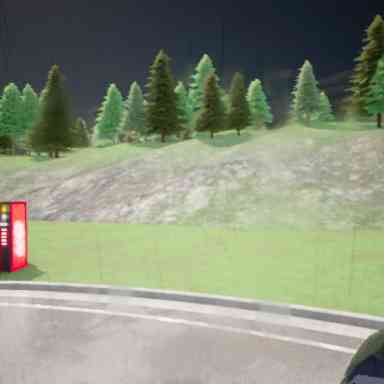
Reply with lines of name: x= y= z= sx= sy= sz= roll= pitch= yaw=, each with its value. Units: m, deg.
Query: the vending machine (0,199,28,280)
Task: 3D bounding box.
vending machine: x=-5.354 y=1.260 z=9.327 sx=0.880 sy=2.100 sz=1.100 roll=-1 pitch=0 yaw=5

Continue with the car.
car: x=3.028 y=1.511 z=1.805 sx=4.181 sy=1.385 sz=1.994 roll=-1 pitch=0 yaw=39
